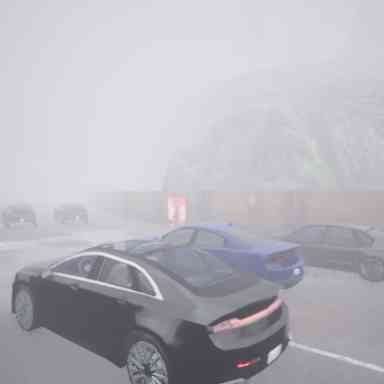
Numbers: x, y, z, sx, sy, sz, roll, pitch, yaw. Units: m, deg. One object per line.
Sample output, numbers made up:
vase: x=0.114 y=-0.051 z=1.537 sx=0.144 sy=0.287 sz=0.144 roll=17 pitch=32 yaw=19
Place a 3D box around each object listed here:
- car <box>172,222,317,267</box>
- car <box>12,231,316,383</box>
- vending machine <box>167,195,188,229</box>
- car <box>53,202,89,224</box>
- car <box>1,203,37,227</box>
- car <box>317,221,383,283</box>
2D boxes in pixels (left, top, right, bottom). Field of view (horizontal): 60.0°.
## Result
car: x=0.302 y=1.506 z=8.532 sx=5.008 sy=1.535 sz=1.882 roll=0 pitch=0 yaw=40
car: x=-0.983 y=1.504 z=5.095 sx=4.902 sy=1.511 sz=2.128 roll=0 pitch=0 yaw=39
vending machine: x=-0.948 y=1.257 z=21.678 sx=1.100 sy=2.100 sz=0.880 roll=0 pitch=0 yaw=-39
car: x=-9.269 y=1.543 z=25.328 sx=1.837 sy=1.490 sz=4.892 roll=0 pitch=0 yaw=-31
car: x=-12.006 y=1.525 z=23.103 sx=1.837 sy=1.490 sz=4.892 roll=0 pitch=0 yaw=-32
car: x=4.034 y=1.595 z=9.876 sx=5.357 sy=1.411 sz=2.033 roll=0 pitch=0 yaw=39
